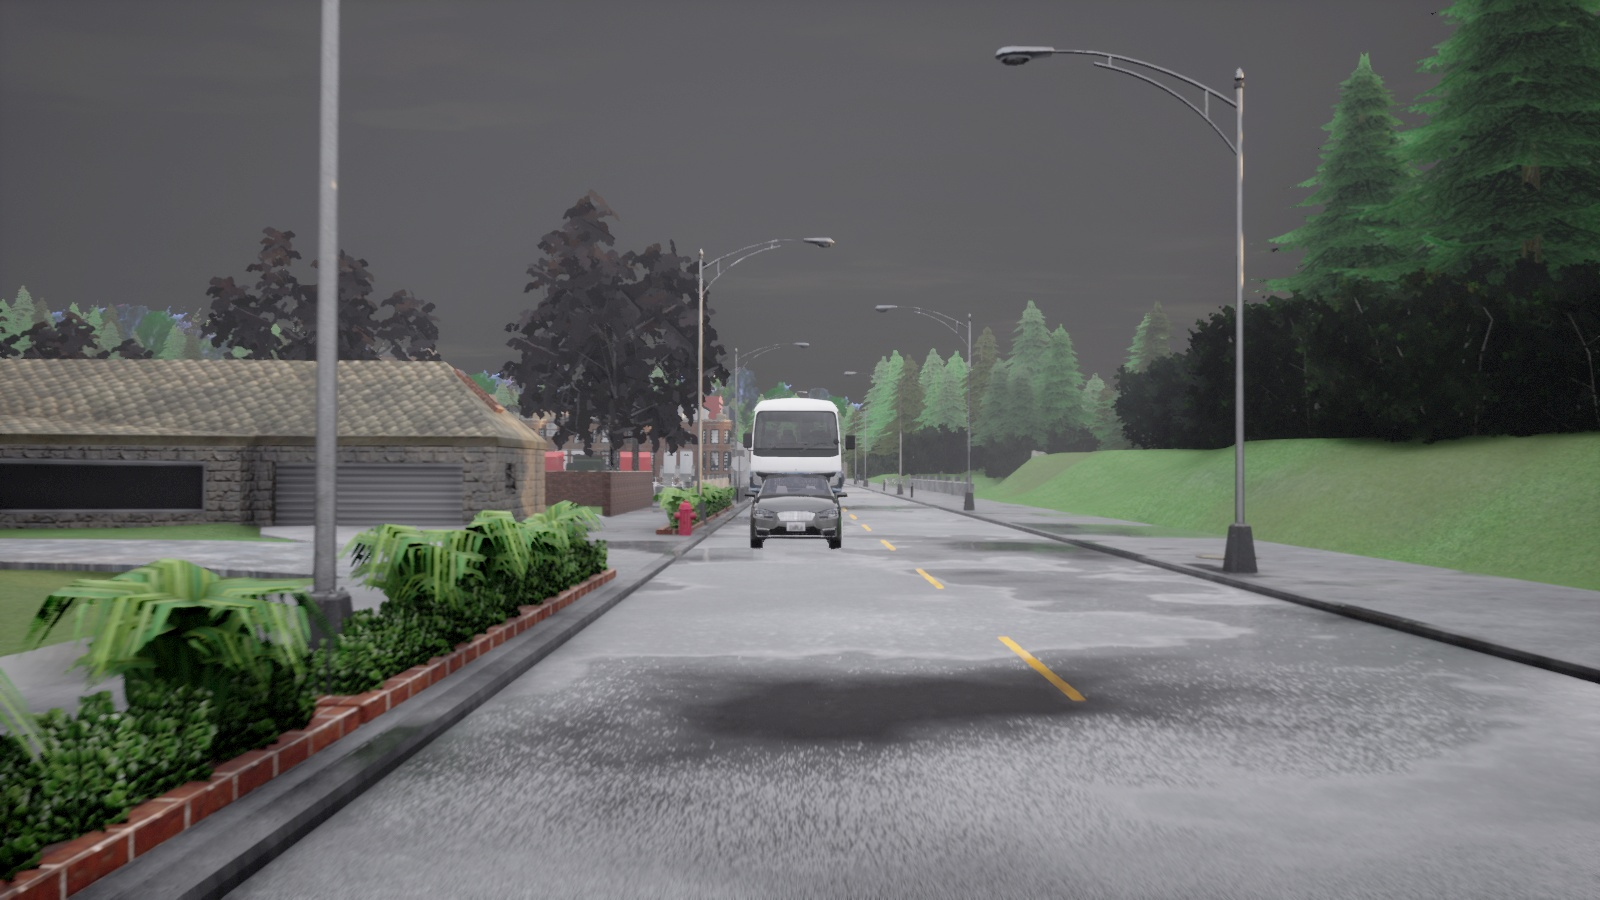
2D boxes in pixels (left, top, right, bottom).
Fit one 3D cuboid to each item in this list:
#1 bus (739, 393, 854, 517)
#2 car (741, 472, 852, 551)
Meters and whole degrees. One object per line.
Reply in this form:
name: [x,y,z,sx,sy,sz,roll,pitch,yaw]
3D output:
bus: [-0.153,0.248,48.356,3.944,4.253,10.273,0,-1,0]
car: [-0.074,1.216,26.595,2.128,1.511,4.902,0,-1,0]
